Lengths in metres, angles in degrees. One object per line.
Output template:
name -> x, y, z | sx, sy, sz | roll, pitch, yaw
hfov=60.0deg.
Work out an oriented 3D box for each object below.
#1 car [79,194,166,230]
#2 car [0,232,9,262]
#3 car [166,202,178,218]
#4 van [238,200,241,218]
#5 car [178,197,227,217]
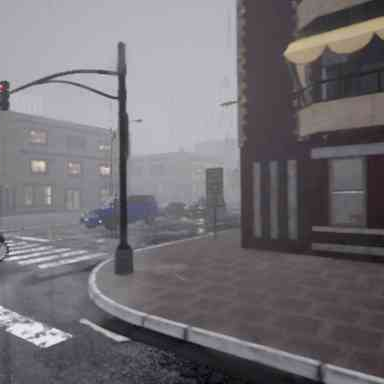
car -> -4.464, 1.206, 21.389 | 2.150, 2.045, 5.566 | -1, 0, 36
car -> -6.987, 1.569, 9.293 | 1.882, 1.535, 5.008 | -3, 0, -8
car -> -1.913, 1.510, 29.413 | 1.802, 1.307, 4.206 | 0, 1, 35
van -> 4.919, 1.157, 24.562 | 1.690, 1.788, 3.998 | 0, 1, 35
car -> 1.220, 1.225, 29.363 | 2.097, 1.767, 4.553 | -1, 0, 36
